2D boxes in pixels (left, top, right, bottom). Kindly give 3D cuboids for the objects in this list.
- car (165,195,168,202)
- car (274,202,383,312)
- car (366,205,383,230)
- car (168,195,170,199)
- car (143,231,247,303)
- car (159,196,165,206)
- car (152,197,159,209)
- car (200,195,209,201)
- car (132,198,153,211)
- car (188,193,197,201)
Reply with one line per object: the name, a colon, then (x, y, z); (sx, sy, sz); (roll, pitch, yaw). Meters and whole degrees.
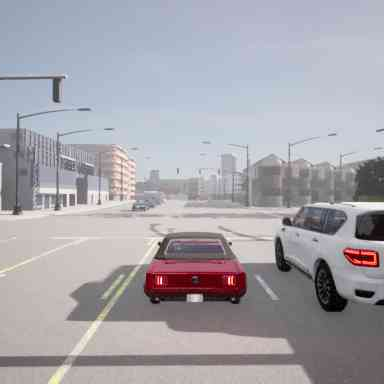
car: (-6.983, 1.814, 74.671); (1.895, 1.301, 4.718); (0, 1, 0)
car: (3.565, 1.234, 7.875); (2.150, 2.045, 5.566); (0, 0, 0)
car: (14.194, 1.586, 21.448); (4.892, 1.490, 1.837); (0, 0, 2)
car: (-6.979, 1.695, 92.787); (1.837, 1.490, 4.892); (0, -1, 0)
car: (0.071, 1.617, 8.168); (1.895, 1.301, 4.718); (0, 0, 0)
car: (-7.029, 1.714, 64.516); (2.097, 1.767, 4.553); (0, 0, 1)
car: (-7.072, 1.938, 55.315); (1.812, 1.442, 4.674); (0, 0, 0)
car: (3.520, 1.521, 89.196); (2.097, 1.767, 4.553); (0, -1, 0)
car: (-7.088, 1.854, 46.002); (2.128, 1.511, 4.902); (0, 0, 0)
car: (0.020, 1.387, 88.843); (2.150, 2.045, 5.566); (0, -1, 0)
